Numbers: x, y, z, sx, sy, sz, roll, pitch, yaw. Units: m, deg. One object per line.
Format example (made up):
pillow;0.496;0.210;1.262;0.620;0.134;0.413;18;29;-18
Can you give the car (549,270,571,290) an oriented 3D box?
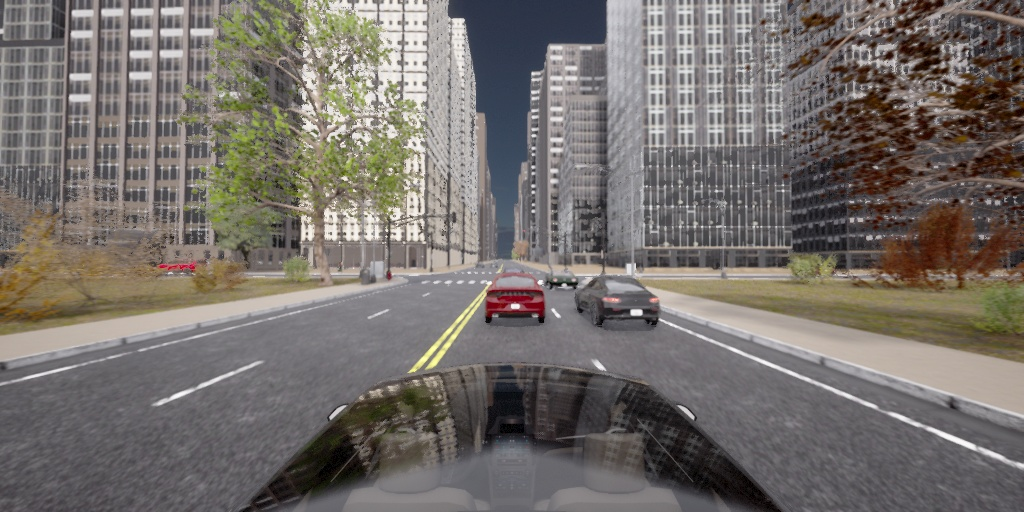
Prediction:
car;3.351;1.603;25.144;1.895;1.301;4.718;0;-1;0

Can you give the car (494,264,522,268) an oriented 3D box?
car;0.099;1.479;23.785;2.128;1.511;4.902;0;-1;0

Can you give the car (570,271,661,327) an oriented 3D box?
car;3.344;1.387;11.959;1.812;1.442;4.674;0;-1;0

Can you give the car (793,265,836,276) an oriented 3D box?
car;38.621;1.864;45.903;4.674;1.442;1.812;0;-1;2

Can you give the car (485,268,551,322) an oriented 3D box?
car;0.100;1.349;12.834;1.882;1.535;5.008;0;-1;0

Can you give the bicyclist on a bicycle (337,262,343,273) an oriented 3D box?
bicyclist on a bicycle;-25.158;1.689;52.423;0.582;1.620;1.656;0;-1;2

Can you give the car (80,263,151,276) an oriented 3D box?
car;-42.932;1.508;38.870;4.902;1.511;2.128;0;-1;2

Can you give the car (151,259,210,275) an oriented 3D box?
car;-41.523;1.406;45.394;5.566;2.045;2.150;0;-1;1
